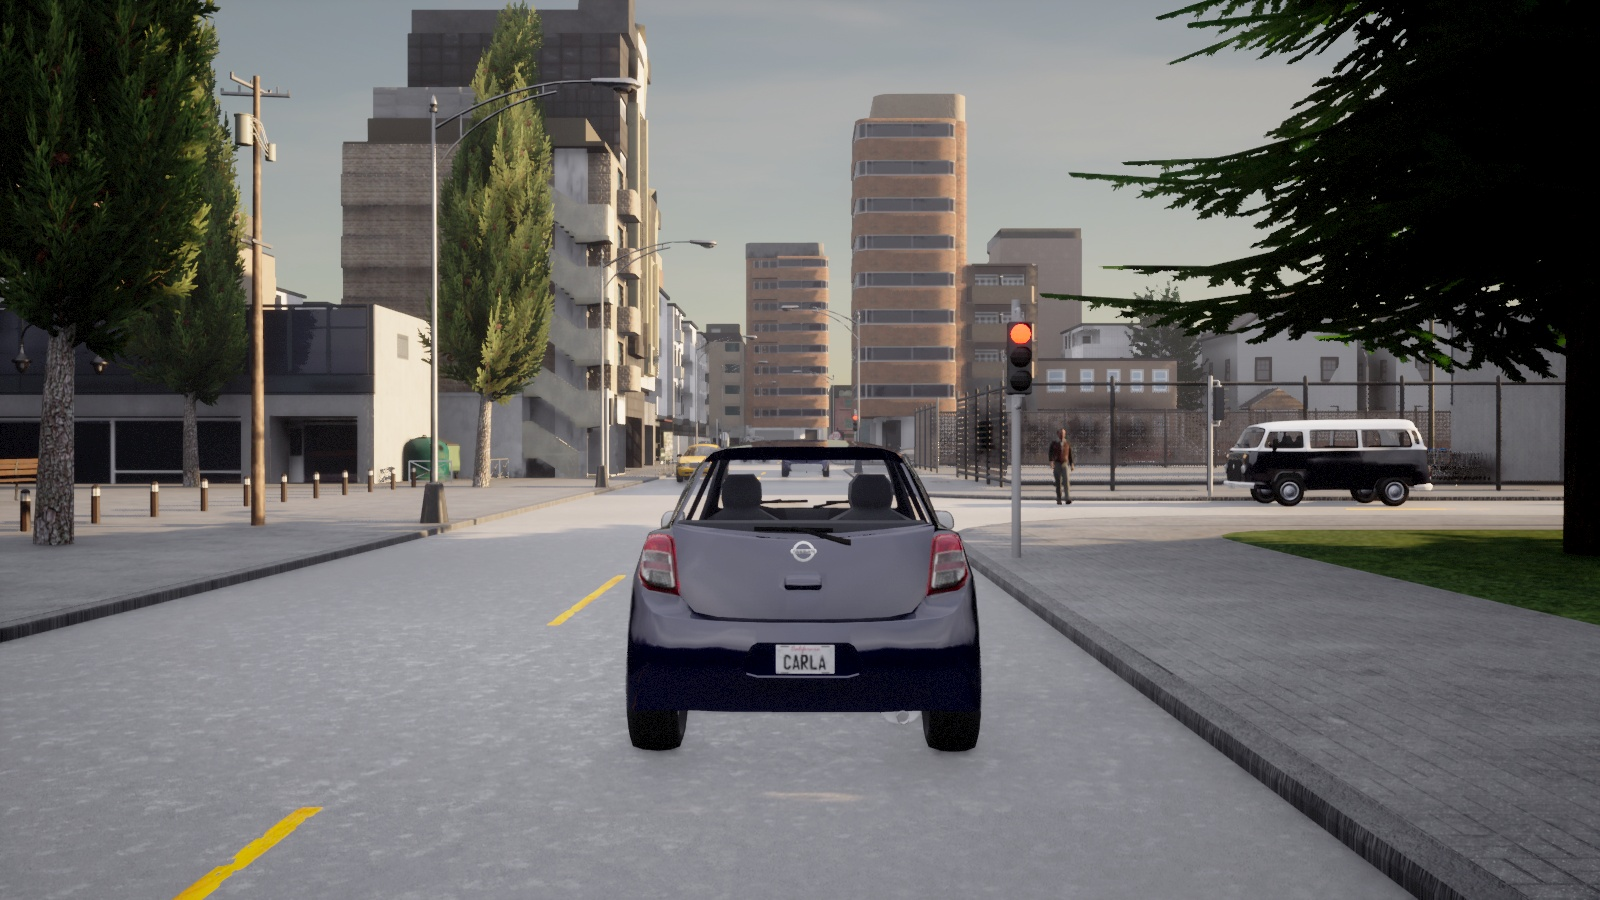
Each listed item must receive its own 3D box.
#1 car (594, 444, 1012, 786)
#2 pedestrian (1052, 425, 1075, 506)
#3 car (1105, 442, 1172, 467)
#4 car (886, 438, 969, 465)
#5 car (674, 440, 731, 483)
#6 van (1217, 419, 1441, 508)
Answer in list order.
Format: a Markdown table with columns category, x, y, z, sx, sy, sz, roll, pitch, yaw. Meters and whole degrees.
| category | x | y | z | sx | sy | sz | roll | pitch | yaw |
| --- | --- | --- | --- | --- | --- | --- | --- | --- | --- |
| car | 0.036 | 0.719 | 7.361 | 1.845 | 1.501 | 3.633 | 0 | 0 | 1 |
| pedestrian | 6.068 | 0.357 | 28.977 | 0.376 | 1.854 | 0.720 | 0 | 0 | 0 |
| car | 21.357 | 0.295 | 79.303 | 3.705 | 1.549 | 1.789 | 0 | 0 | 0 |
| car | 8.009 | 0.084 | 79.307 | 5.027 | 1.651 | 2.152 | 0 | 0 | -1 |
| car | -3.769 | 0.404 | 49.318 | 1.801 | 1.575 | 5.366 | 0 | 0 | 0 |
| van | 12.563 | 0.310 | 30.034 | 4.480 | 2.038 | 2.069 | 0 | 0 | 0 |
